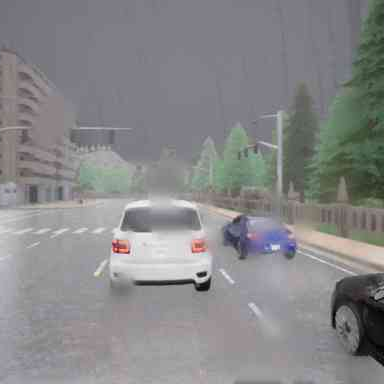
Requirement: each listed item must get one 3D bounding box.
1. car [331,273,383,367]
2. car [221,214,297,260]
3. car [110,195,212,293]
[{"bbox_3d":[3.117,1.490,3.167,2.128,1.511,4.902,0,0,-3],"label":"car"},{"bbox_3d":[2.333,1.526,12.404,1.812,1.442,4.674,0,0,-6],"label":"car"},{"bbox_3d":[-0.809,1.221,9.042,2.150,2.045,5.566,0,0,-5],"label":"car"}]
